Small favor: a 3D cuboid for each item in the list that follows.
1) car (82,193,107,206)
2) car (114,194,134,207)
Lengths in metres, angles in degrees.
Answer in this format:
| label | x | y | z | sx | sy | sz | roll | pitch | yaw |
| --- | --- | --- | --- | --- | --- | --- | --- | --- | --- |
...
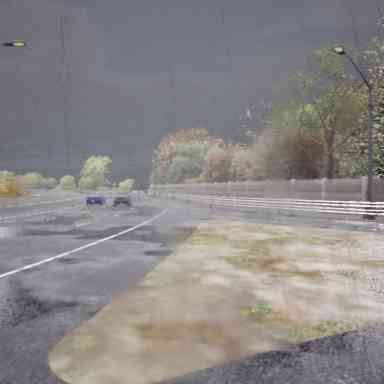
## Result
| label | x | y | z | sx | sy | sz | roll | pitch | yaw |
| --- | --- | --- | --- | --- | --- | --- | --- | --- | --- |
| car | -11.857 | 0.908 | 41.461 | 1.882 | 1.535 | 5.008 | 0 | 0 | -6 |
| car | -8.246 | 0.979 | 40.177 | 1.837 | 1.490 | 4.892 | 1 | 0 | -4 |
